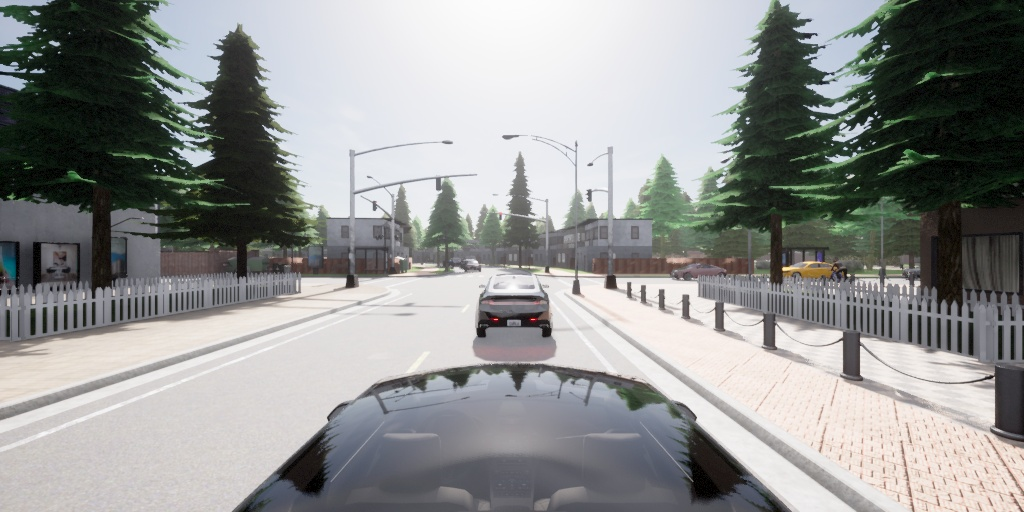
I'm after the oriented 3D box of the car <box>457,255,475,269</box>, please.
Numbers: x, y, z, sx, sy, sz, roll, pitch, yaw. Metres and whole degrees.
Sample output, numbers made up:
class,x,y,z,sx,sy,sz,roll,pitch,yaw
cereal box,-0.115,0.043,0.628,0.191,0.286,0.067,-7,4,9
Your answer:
class,x,y,z,sx,sy,sz,roll,pitch,yaw
car,-6.543,0.937,54.496,2.150,2.045,5.566,0,0,-15

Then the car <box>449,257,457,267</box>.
class,x,y,z,sx,sy,sz,roll,pitch,yaw
car,-9.919,1.067,64.064,2.097,1.767,4.553,0,0,-24

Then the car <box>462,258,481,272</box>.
class,x,y,z,sx,sy,sz,roll,pitch,yaw
car,-4.940,1.279,45.332,1.994,1.385,4.181,0,0,-7

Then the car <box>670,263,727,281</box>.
class,x,y,z,sx,sy,sz,roll,pitch,yaw
car,15.297,1.299,29.516,4.181,1.385,1.994,0,0,2

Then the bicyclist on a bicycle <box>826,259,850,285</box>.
class,x,y,z,sx,sy,sz,roll,pitch,yaw
bicyclist on a bicycle,19.887,1.035,21.898,0.582,1.620,1.656,0,0,2

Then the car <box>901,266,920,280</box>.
class,x,y,z,sx,sy,sz,roll,pitch,yaw
car,34.549,1.239,28.939,4.892,1.490,1.837,0,0,2

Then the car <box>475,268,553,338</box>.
class,x,y,z,sx,sy,sz,roll,pitch,yaw
car,0.057,1.242,10.213,2.128,1.511,4.902,0,0,0

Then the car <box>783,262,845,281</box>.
class,x,y,z,sx,sy,sz,roll,pitch,yaw
car,24.177,1.212,29.261,5.008,1.535,1.882,0,0,2
